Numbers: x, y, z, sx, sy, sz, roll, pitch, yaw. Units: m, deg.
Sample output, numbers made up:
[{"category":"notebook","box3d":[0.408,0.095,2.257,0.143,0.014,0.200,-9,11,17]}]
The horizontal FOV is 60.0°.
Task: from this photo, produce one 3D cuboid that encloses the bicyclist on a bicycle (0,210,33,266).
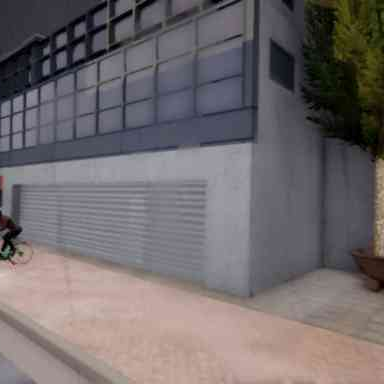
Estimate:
[{"category":"bicyclist on a bicycle","box3d":[-5.254,1.312,9.253,0.582,1.620,1.656,0,-1,42]}]
